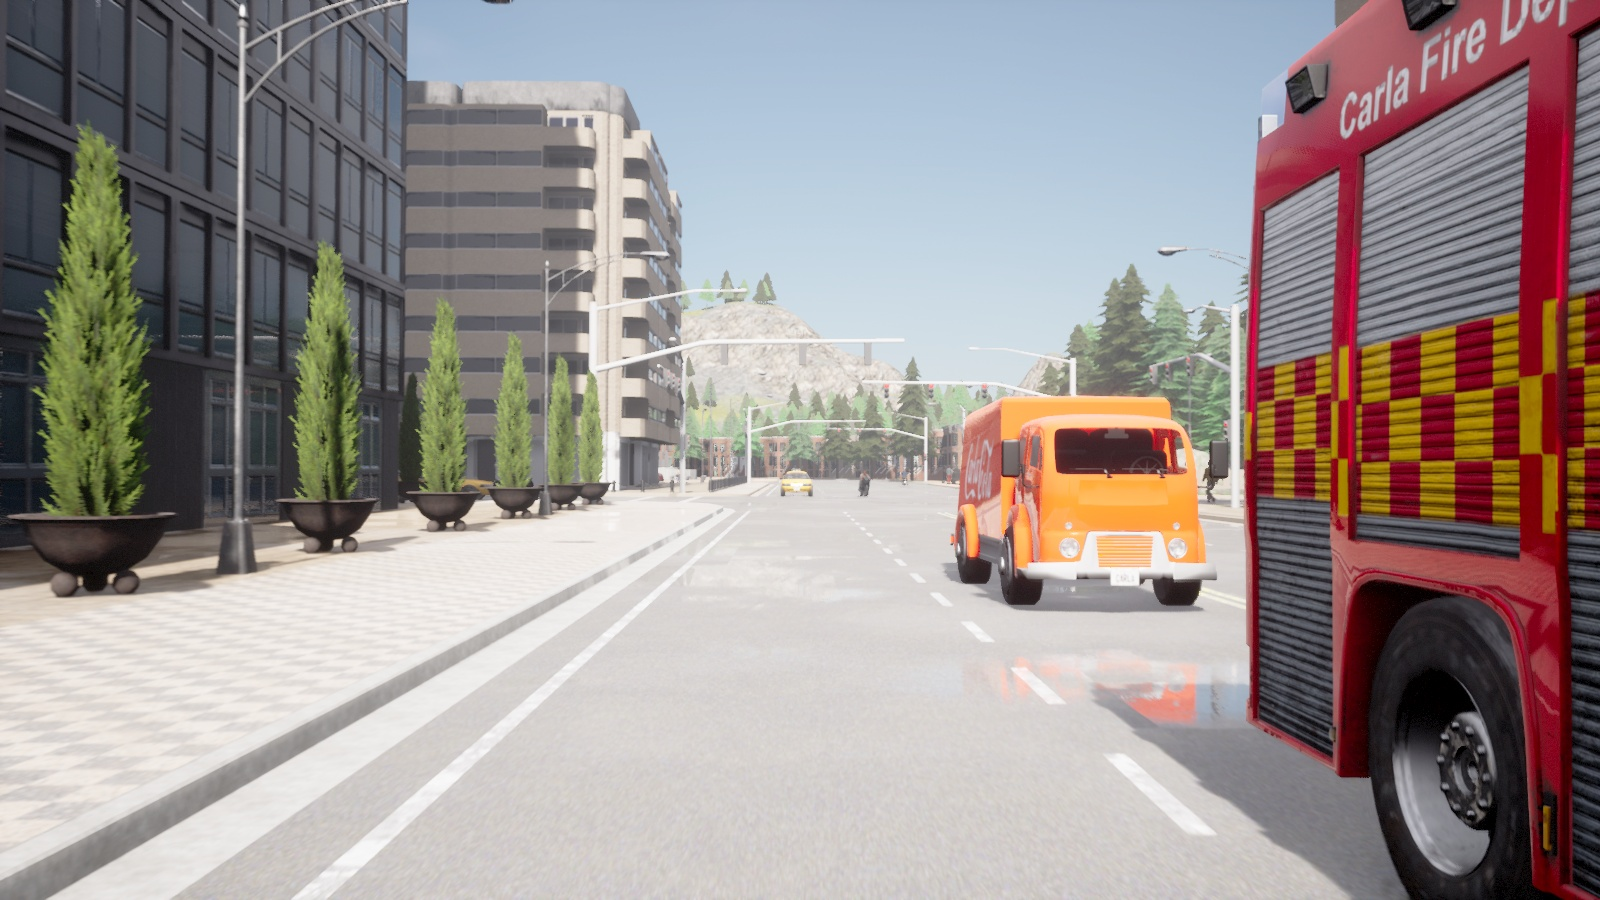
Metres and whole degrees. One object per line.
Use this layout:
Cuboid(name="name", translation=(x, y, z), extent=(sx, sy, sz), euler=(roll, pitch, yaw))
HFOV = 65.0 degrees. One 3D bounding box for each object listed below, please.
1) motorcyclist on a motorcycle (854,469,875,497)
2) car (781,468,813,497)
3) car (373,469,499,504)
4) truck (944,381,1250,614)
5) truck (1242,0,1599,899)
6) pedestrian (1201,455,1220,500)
Cuboid(name="motorcyclist on a motorcycle", translation=(3.632, 1.865, 70.493), extent=(0.797, 1.523, 2.044), euler=(1, -1, -8))
Cuboid(name="car", translation=(-0.172, 1.856, 71.646), extent=(1.801, 1.575, 5.366), euler=(0, -1, 0))
Cuboid(name="car", translation=(-16.923, 1.672, 58.520), extent=(5.366, 1.575, 1.801), euler=(0, -1, 0))
Cuboid(name="truck", translation=(3.460, 0.568, 15.978), extent=(2.627, 2.467, 5.204), euler=(0, -1, 0))
Cuboid(name="truck", translation=(3.491, -0.343, 1.509), extent=(2.891, 3.827, 8.468), euler=(0, -1, 0))
Cuboid(name="pedestrian", translation=(16.861, 1.139, 51.642), extent=(0.431, 1.840, 0.709), euler=(0, -1, -12))
